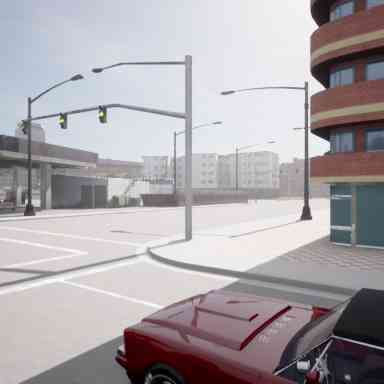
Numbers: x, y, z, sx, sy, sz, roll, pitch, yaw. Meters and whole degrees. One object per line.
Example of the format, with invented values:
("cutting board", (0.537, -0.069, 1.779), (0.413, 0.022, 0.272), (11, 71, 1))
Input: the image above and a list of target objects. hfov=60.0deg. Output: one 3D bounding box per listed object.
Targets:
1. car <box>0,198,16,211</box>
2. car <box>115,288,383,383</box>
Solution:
("car", (-22.337, 1.456, 38.835), (3.806, 1.475, 1.970), (0, 0, 36))
("car", (1.528, 1.601, 2.884), (4.718, 1.301, 1.895), (0, 0, 36))
